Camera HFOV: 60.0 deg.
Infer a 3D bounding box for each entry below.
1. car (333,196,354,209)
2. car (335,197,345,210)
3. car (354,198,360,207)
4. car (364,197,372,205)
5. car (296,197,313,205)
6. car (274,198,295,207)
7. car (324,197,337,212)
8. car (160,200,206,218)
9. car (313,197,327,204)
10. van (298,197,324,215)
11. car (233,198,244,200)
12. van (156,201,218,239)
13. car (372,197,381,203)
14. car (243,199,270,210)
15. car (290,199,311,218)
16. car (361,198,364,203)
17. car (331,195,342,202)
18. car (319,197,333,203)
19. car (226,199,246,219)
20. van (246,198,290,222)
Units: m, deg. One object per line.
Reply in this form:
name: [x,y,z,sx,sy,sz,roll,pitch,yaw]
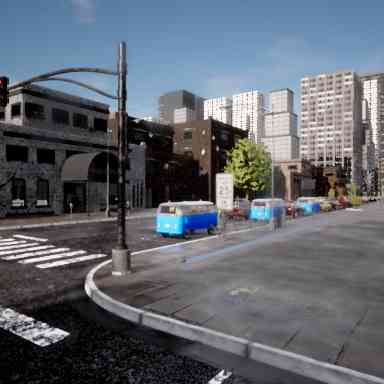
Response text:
car: [22.019,1.497,49.326,2.192,1.841,5.009,0,0,35]
car: [18.851,1.729,44.800,1.947,1.339,4.313,0,0,35]
car: [25.185,1.516,53.850,2.192,1.841,5.009,0,0,35]
car: [34.680,1.809,67.422,1.887,1.381,4.507,0,0,35]
car: [21.493,1.705,63.192,1.887,1.381,4.507,0,0,35]
car: [15.161,1.665,54.144,1.887,1.381,4.507,0,0,35]
car: [15.784,1.671,40.416,1.752,1.417,4.829,0,0,35]
car: [-0.764,1.558,31.383,1.752,1.417,4.829,0,0,35]
car: [27.726,1.728,72.101,1.752,1.417,4.829,0,0,35]
van: [12.522,1.469,35.752,1.690,1.788,3.998,0,0,35]
car: [5.666,1.506,40.572,1.967,1.590,4.097,0,0,35]
van: [-0.141,1.407,17.655,1.690,1.788,3.998,0,0,35]
car: [44.177,1.899,80.995,1.947,1.339,4.313,0,0,35]
car: [8.830,1.629,45.096,1.887,1.381,4.507,0,0,35]
car: [9.355,1.655,31.227,1.887,1.381,4.507,0,0,35]
car: [28.446,1.748,58.513,1.752,1.417,4.829,0,0,35]
car: [37.320,1.712,85.813,1.967,1.590,4.097,0,0,35]
car: [30.989,1.792,76.765,1.947,1.339,4.313,0,0,35]
car: [4.779,1.626,29.205,2.033,1.411,5.357,1,0,35]
van: [6.190,1.436,26.704,1.690,1.788,3.998,0,0,35]
